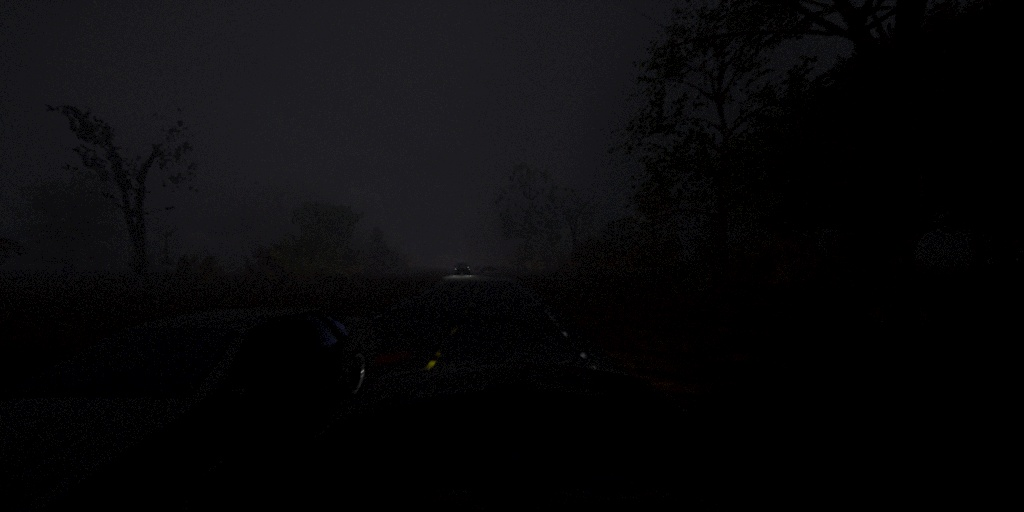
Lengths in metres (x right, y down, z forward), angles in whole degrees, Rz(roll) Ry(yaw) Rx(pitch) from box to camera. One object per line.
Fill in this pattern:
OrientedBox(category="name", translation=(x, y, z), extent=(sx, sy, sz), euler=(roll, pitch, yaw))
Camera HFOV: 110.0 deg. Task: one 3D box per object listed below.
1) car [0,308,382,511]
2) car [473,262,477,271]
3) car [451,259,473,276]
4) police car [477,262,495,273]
OrientedBox(category="car", translation=(-3.124, 1.329, 3.851), extent=(2.033, 1.411, 5.357), euler=(0, -1, 0))
OrientedBox(category="car", translation=(-5.758, 1.871, 64.986), extent=(1.812, 1.442, 4.674), euler=(0, -1, -12))
OrientedBox(category="car", translation=(-6.312, 1.523, 45.344), extent=(2.097, 1.767, 4.553), euler=(0, -1, -8))
OrientedBox(category="police car", translation=(-3.844, 1.675, 55.204), extent=(1.930, 1.638, 5.238), euler=(0, -1, -10))
